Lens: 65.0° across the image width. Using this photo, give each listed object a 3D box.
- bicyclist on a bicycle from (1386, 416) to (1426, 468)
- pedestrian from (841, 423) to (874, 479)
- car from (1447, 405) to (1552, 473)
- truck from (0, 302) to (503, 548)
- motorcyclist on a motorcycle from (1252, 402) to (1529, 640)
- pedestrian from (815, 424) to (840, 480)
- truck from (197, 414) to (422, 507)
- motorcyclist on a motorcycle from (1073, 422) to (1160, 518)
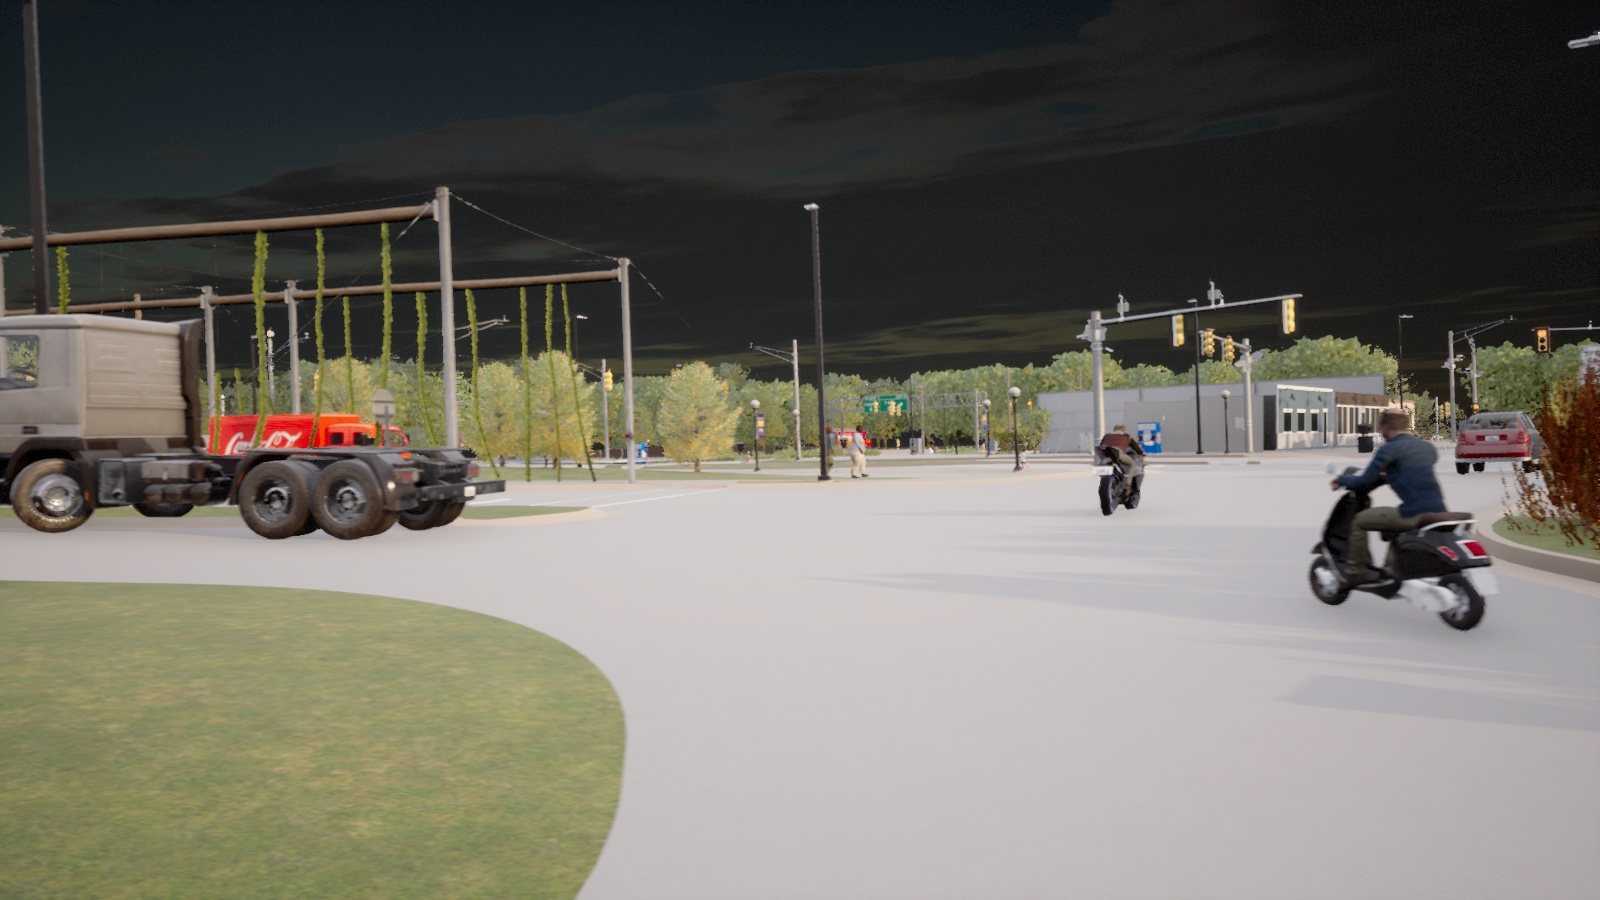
[{"bbox_3d":[19.321,-0.255,40.050,0.866,1.612,1.509,-2,-1,36],"label":"bicyclist on a bicycle"},{"bbox_3d":[1.944,0.036,42.625,0.900,1.855,0.874,-2,1,13],"label":"pedestrian"},{"bbox_3d":[17.633,-0.269,31.593,1.789,1.549,3.705,-2,-1,36],"label":"car"},{"bbox_3d":[-9.024,-0.423,19.895,7.936,3.462,2.891,1,1,12],"label":"truck"},{"bbox_3d":[4.392,0.467,9.513,0.866,1.590,1.817,-3,2,-17],"label":"motorcyclist on a motorcycle"},{"bbox_3d":[0.902,0.055,41.725,0.726,1.835,0.370,-2,1,6],"label":"pedestrian"},{"bbox_3d":[-13.620,0.277,35.033,5.204,2.467,2.627,-1,1,11],"label":"truck"},{"bbox_3d":[5.348,0.307,21.108,0.866,1.530,2.191,-2,1,29],"label":"motorcyclist on a motorcycle"}]
